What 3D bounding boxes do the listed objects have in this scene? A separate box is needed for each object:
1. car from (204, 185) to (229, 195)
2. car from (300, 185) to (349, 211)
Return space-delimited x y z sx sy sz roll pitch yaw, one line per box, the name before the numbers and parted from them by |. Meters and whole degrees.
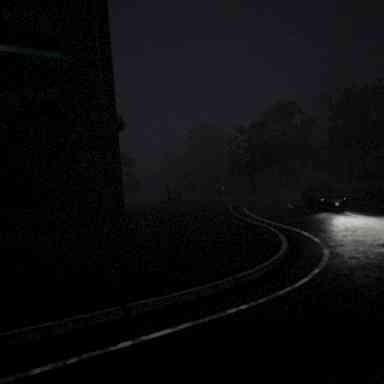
car | 3.854 -0.243 52.999 1.837 1.490 4.892 -6 0 -32
car | 8.610 0.304 22.047 2.128 1.511 4.902 -4 3 2
